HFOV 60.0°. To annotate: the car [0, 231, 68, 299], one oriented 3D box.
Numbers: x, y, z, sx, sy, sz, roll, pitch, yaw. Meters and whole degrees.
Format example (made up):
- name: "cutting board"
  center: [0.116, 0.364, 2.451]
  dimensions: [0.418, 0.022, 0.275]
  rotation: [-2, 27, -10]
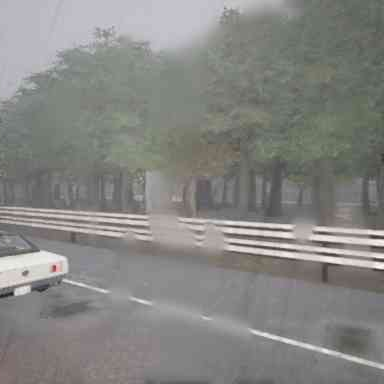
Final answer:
- name: "car"
  center: [-4.973, 1.549, 7.538]
  dimensions: [4.718, 1.301, 1.895]
  rotation: [0, 0, 36]
